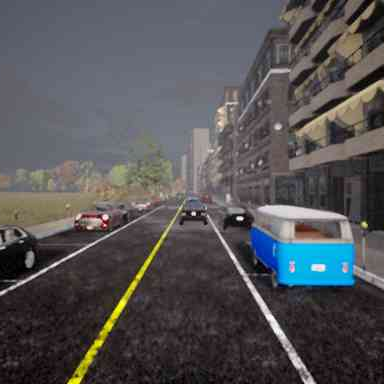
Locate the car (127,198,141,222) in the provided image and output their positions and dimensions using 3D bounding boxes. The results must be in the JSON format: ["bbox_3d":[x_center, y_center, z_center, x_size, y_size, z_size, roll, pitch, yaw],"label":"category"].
[{"bbox_3d":[-5.313,1.423,24.968,1.947,1.339,4.313,1,0,0],"label":"car"}]

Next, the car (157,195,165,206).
[{"bbox_3d":[-5.319,1.277,47.583,1.887,1.381,4.507,1,0,0],"label":"car"}]

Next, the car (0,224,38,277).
[{"bbox_3d":[-5.309,1.504,8.006,2.008,1.369,4.403,1,0,0],"label":"car"}]

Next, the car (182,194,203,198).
[{"bbox_3d":[0.092,1.295,40.885,1.812,1.442,4.674,0,0,0],"label":"car"}]

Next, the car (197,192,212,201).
[{"bbox_3d":[2.561,0.982,59.557,2.192,1.841,5.009,1,0,0],"label":"car"}]

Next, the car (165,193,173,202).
[{"bbox_3d":[-5.324,1.191,64.544,2.008,1.369,4.403,1,0,0],"label":"car"}]

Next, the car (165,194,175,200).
[{"bbox_3d":[-5.328,1.102,81.506,2.008,1.369,4.403,1,0,0],"label":"car"}]

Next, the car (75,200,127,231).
[{"bbox_3d":[-5.310,1.329,19.313,1.967,1.590,4.097,1,0,0],"label":"car"}]

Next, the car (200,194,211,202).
[{"bbox_3d":[2.557,1.182,65.219,1.887,1.381,4.507,1,0,0],"label":"car"}]

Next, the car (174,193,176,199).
[{"bbox_3d":[-5.327,1.125,75.852,1.887,1.381,4.507,1,0,0],"label":"car"}]

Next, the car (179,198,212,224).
[{"bbox_3d":[0.095,1.415,23.240,2.033,1.411,5.357,0,0,0],"label":"car"}]

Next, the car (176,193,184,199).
[{"bbox_3d":[-2.770,0.904,77.123,1.812,1.442,4.674,0,0,0],"label":"car"}]

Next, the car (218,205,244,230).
[{"bbox_3d":[2.568,1.452,19.932,1.947,1.339,4.313,1,0,0],"label":"car"}]

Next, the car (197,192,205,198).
[{"bbox_3d":[2.552,0.804,93.522,2.192,1.841,5.009,1,0,0],"label":"car"}]

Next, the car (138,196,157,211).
[{"bbox_3d":[-5.315,1.235,36.275,1.967,1.590,4.097,1,0,0],"label":"car"}]

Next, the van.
[{"bbox_3d":[2.574,1.291,8.609,1.690,1.788,3.998,1,0,0],"label":"van"}]

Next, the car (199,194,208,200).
[{"bbox_3d":[2.553,1.143,76.541,1.947,1.339,4.313,1,0,0],"label":"car"}]
